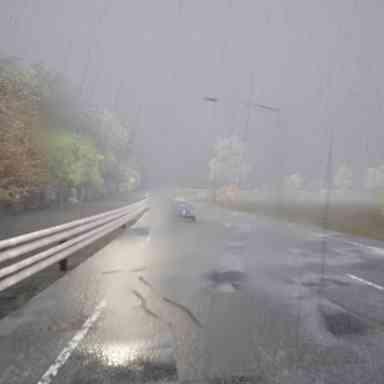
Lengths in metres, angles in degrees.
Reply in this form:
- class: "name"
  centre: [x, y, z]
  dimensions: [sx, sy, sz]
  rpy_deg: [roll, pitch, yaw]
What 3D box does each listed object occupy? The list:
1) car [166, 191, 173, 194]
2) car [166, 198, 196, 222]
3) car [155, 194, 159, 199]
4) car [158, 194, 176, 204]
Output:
- class: "car"
  centre: [-5.343, 1.199, 88.940]
  dimensions: [1.837, 1.490, 4.892]
  rpy_deg: [0, 0, -8]
- class: "car"
  centre: [-0.758, 1.492, 25.863]
  dimensions: [2.033, 1.411, 5.357]
  rpy_deg: [0, 0, -4]
- class: "car"
  centre: [-9.094, 1.262, 90.480]
  dimensions: [1.994, 1.385, 4.181]
  rpy_deg: [0, 0, -8]
- class: "car"
  centre: [-4.357, 1.438, 57.699]
  dimensions: [1.895, 1.301, 4.718]
  rpy_deg: [0, 0, -8]
